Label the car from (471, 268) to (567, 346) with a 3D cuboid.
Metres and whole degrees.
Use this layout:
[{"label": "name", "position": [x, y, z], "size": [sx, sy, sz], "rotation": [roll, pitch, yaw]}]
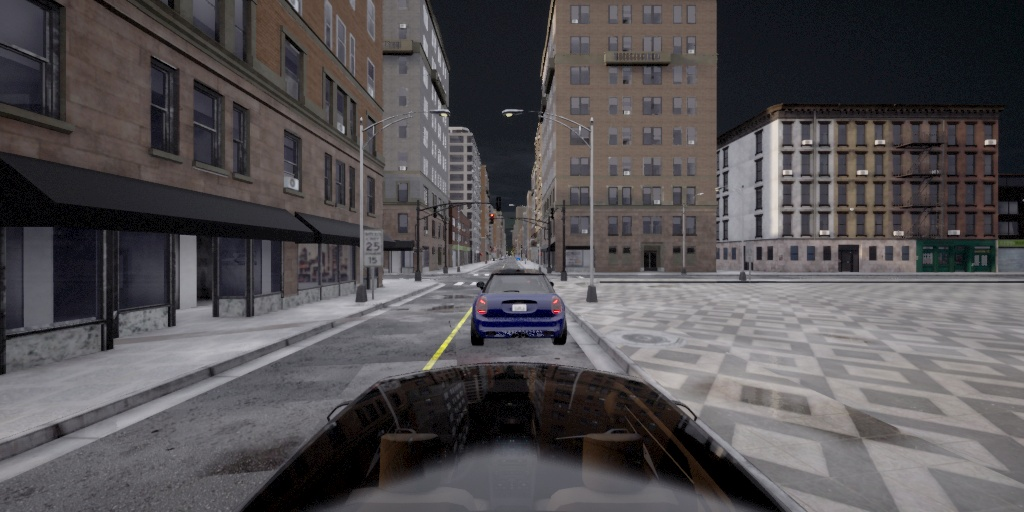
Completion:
[{"label": "car", "position": [0.101, 1.102, 9.622], "size": [2.097, 1.767, 4.553], "rotation": [0, 0, -1]}]
